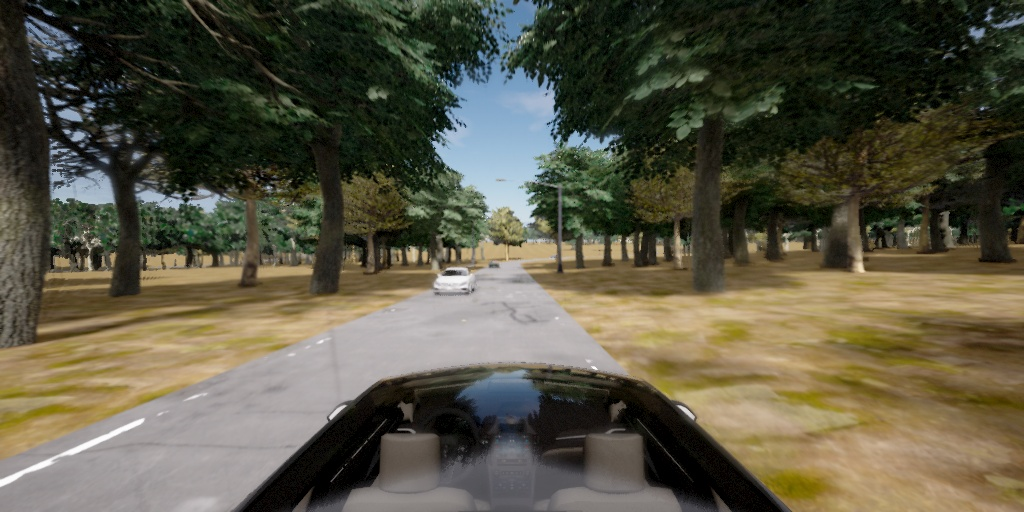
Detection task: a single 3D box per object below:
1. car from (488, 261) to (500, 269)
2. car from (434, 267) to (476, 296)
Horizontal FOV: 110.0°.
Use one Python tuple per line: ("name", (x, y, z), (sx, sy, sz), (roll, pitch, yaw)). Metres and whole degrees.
("car", (-3.061, 1.511, 61.801), (1.895, 1.301, 4.718), (0, 0, 1))
("car", (-3.108, 1.361, 20.183), (1.812, 1.442, 4.674), (0, 0, 0))
